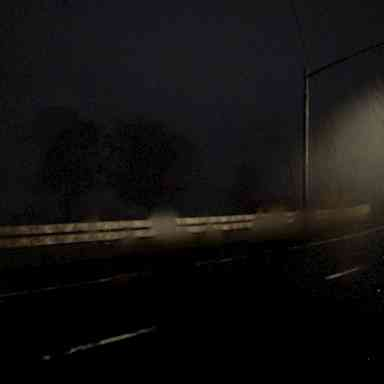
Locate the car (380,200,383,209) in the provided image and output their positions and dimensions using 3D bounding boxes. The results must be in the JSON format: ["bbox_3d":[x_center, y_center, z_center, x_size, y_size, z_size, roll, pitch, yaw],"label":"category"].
[{"bbox_3d":[35.200,2.102,59.226,2.150,2.045,5.566,1,0,17],"label":"car"}]
